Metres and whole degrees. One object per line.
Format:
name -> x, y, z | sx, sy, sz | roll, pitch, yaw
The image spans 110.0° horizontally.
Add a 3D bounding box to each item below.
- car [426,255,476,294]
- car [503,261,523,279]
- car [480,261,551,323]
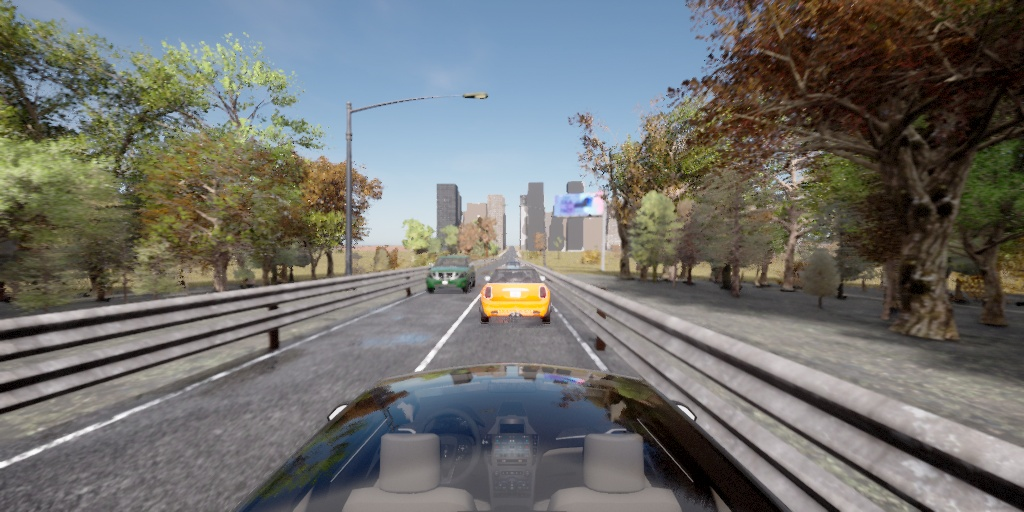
car -> -3.352, 0.970, 20.691 | 2.150, 2.045, 5.566 | 0, 0, 0
car -> 0.083, 1.251, 34.152 | 1.837, 1.490, 4.892 | 0, 0, 0
car -> 0.101, 1.101, 12.313 | 2.097, 1.767, 4.553 | 0, 0, 0
